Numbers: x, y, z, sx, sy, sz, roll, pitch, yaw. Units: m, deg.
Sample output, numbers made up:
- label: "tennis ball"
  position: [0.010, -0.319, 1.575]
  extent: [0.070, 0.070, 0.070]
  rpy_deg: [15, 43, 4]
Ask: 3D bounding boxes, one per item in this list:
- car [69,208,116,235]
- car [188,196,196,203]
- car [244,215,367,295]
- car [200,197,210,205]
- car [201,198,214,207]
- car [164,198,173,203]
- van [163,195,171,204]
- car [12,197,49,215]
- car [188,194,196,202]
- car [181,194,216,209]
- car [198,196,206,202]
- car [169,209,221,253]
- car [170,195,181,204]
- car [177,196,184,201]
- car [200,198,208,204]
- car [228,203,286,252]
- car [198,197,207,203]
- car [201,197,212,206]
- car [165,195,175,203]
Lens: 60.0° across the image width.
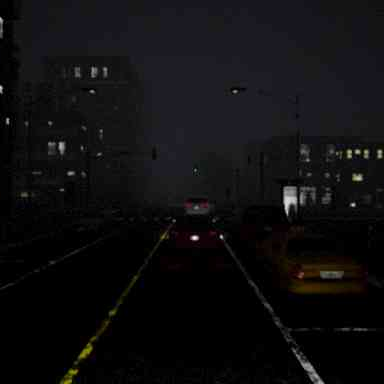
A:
- label: "car"
  position: [-5.692, 1.612, 19.460]
  extent: [1.752, 1.417, 4.829]
  rpy_deg: [0, 0, 0]
- label: "car"
  position: [-0.003, 1.922, 84.353]
  extent: [1.882, 1.535, 5.008]
  rpy_deg: [0, 0, 0]
- label: "car"
  position: [2.690, 1.565, 8.721]
  extent: [1.752, 1.417, 4.829]
  rpy_deg: [0, 0, 0]
- label: "car"
  position: [2.686, 1.795, 68.974]
  extent: [1.967, 1.590, 4.097]
  rpy_deg: [0, 0, 0]
- label: "car"
  position: [2.687, 1.836, 57.581]
  extent: [2.008, 1.369, 4.403]
  rpy_deg: [0, 0, 0]
- label: "car"
  position: [-5.696, 2.009, 80.369]
  extent: [1.802, 1.307, 4.206]
  rpy_deg: [0, 0, 0]
- label: "van"
  position: [-5.696, 1.731, 74.673]
  extent: [1.690, 1.788, 3.998]
  rpy_deg: [0, 0, 0]
- label: "car"
  position: [-17.275, 1.415, 33.864]
  extent: [5.009, 1.841, 2.192]
  rpy_deg: [0, 0, 0]
- label: "car"
  position: [-0.004, 1.663, 94.802]
  extent: [2.150, 2.045, 5.566]
  rpy_deg: [0, 0, 0]
- label: "car"
  position: [0.890, 1.358, 30.149]
  extent: [2.150, 2.045, 5.566]
  rpy_deg: [0, 0, 11]
- label: "car"
  position: [2.684, 1.945, 91.762]
  extent: [1.967, 1.590, 4.097]
  rpy_deg: [0, 0, 0]
- label: "car"
  position: [0.100, 1.627, 13.971]
  extent: [1.994, 1.385, 4.181]
  rpy_deg: [0, 0, 0]
- label: "car"
  position: [-3.005, 1.732, 72.552]
  extent: [2.097, 1.767, 4.553]
  rpy_deg: [0, 0, 0]
- label: "car"
  position: [-3.004, 1.751, 88.965]
  extent: [1.812, 1.442, 4.674]
  rpy_deg: [0, 0, 0]
- label: "car"
  position: [2.686, 1.972, 74.671]
  extent: [1.802, 1.307, 4.206]
  rpy_deg: [0, 0, 0]
- label: "car"
  position: [2.690, 1.378, 14.091]
  extent: [2.192, 1.841, 5.009]
  rpy_deg: [0, 0, 0]
- label: "car"
  position: [2.685, 2.016, 86.064]
  extent: [2.008, 1.369, 4.403]
  rpy_deg: [0, 0, 0]
- label: "car"
  position: [2.686, 1.760, 63.278]
  extent: [1.967, 1.590, 4.097]
  rpy_deg: [0, 0, 0]
- label: "car"
  position: [-5.696, 1.780, 86.067]
  extent: [2.192, 1.841, 5.009]
  rpy_deg: [0, 0, 0]
